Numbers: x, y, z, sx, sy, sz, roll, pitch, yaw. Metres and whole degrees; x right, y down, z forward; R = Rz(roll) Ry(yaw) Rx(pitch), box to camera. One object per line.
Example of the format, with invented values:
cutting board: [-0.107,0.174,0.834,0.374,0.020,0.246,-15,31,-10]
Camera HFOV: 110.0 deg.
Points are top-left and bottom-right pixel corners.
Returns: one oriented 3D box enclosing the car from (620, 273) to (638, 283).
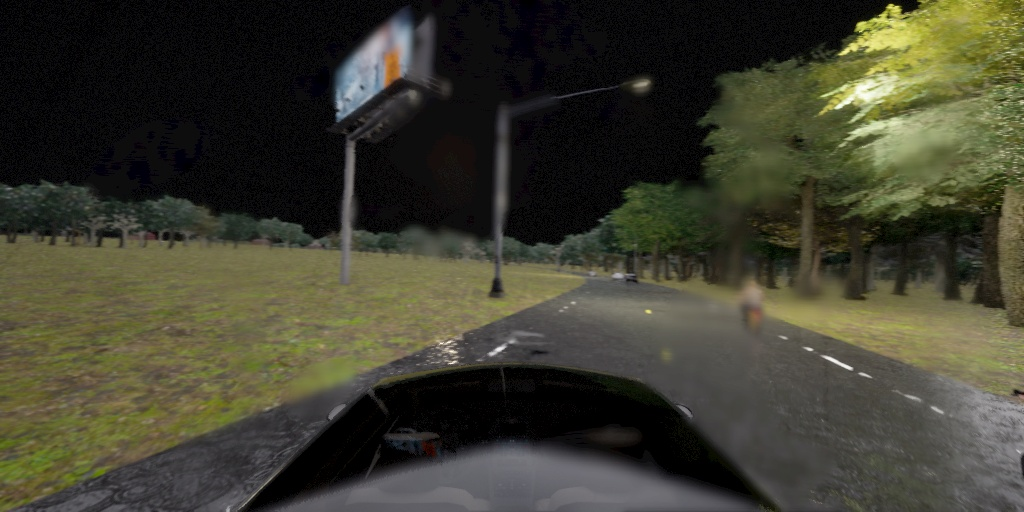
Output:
car: [18.258,3.395,55.492,1.837,1.490,4.892,2,-1,12]

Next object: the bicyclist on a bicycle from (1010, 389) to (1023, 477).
bicyclist on a bicycle: [4.425,1.329,2.575,0.866,1.612,1.509,1,-1,19]

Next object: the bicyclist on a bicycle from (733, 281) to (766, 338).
bicyclist on a bicycle: [7.120,1.548,10.652,0.866,1.612,1.509,1,-1,19]
